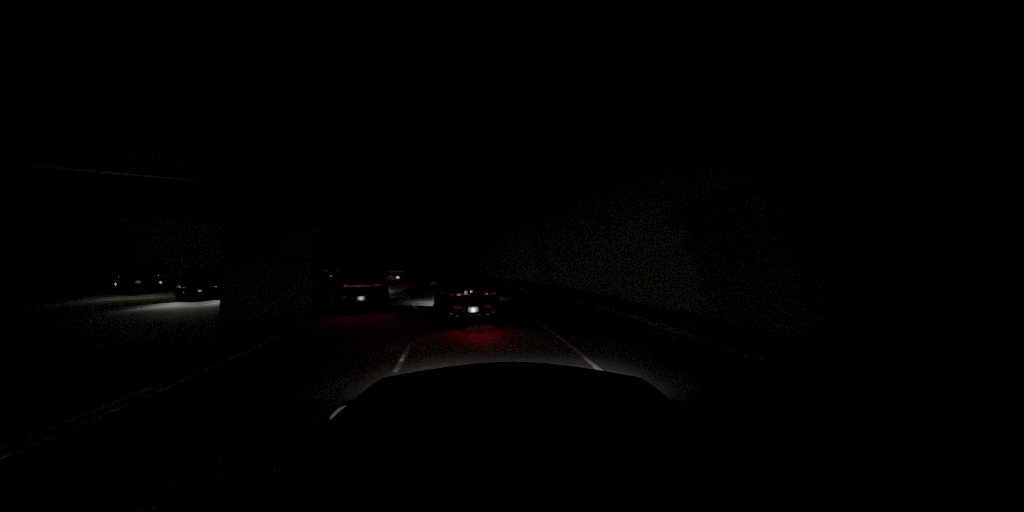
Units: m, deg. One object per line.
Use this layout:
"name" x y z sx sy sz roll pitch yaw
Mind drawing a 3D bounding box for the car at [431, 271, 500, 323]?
"car" -1.683 1.261 12.375 1.837 1.490 4.892 0 0 -14

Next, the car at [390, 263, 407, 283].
"car" -9.885 1.333 28.407 1.837 1.490 4.892 0 0 -37

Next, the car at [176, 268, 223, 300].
"car" -16.046 1.395 18.895 1.837 1.490 4.892 0 0 -34

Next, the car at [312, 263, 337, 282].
"car" -15.922 1.375 30.334 2.128 1.511 4.902 -1 0 -40

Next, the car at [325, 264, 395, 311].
"car" -6.188 1.292 15.054 2.128 1.511 4.902 0 0 -19

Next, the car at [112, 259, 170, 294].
"car" -23.360 1.180 22.750 2.150 2.045 5.566 -1 0 -41
